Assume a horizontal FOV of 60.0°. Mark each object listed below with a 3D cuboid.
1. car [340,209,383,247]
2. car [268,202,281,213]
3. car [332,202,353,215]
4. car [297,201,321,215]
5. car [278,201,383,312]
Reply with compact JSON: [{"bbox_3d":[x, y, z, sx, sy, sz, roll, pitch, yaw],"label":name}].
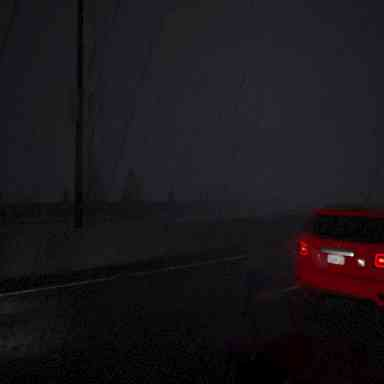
[{"bbox_3d":[9.388,1.694,16.876,1.837,1.490,4.892,0,0,45],"label":"car"},{"bbox_3d":[11.050,1.951,41.897,1.994,1.385,4.181,0,0,31],"label":"car"},{"bbox_3d":[18.480,1.993,40.712,1.994,1.385,4.181,0,0,30],"label":"car"},{"bbox_3d":[14.332,1.906,40.560,1.837,1.490,4.892,0,-1,31],"label":"car"},{"bbox_3d":[4.595,1.309,7.591,5.566,2.045,2.150,1,0,-40],"label":"car"}]
